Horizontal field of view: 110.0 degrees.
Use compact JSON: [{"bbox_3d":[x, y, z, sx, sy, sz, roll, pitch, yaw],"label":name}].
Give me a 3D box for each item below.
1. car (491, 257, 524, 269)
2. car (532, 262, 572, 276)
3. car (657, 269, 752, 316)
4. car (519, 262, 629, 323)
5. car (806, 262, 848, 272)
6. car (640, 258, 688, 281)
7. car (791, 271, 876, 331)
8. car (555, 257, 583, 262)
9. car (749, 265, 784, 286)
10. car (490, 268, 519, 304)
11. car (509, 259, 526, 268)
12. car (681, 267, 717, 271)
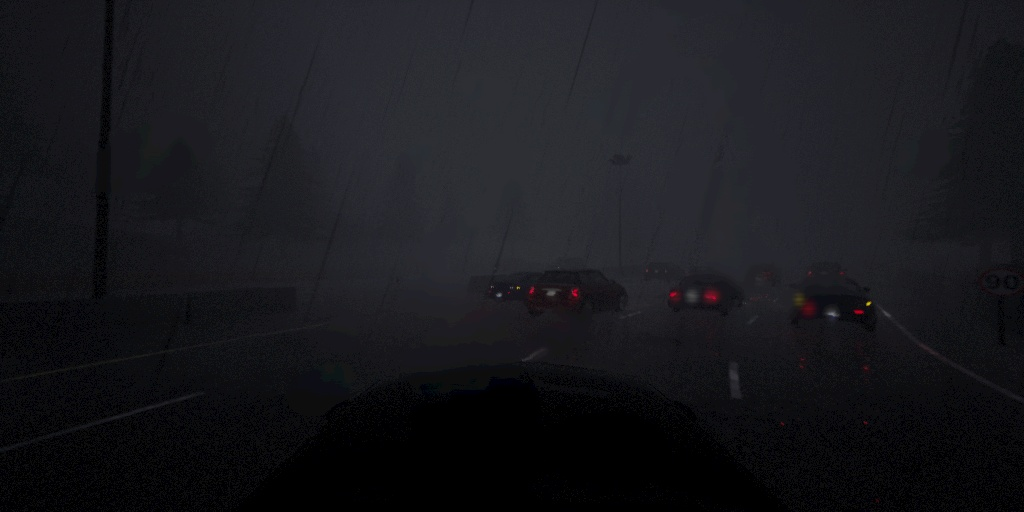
[{"bbox_3d":[-0.333,1.217,47.673,2.150,2.045,5.566,0,0,41],"label":"car"},{"bbox_3d":[4.880,1.513,43.005,2.033,1.411,5.357,0,0,41],"label":"car"},{"bbox_3d":[7.807,1.436,14.202,2.033,1.411,5.357,0,0,41],"label":"car"},{"bbox_3d":[2.509,1.225,13.005,2.097,1.767,4.553,0,-1,37],"label":"car"},{"bbox_3d":[21.479,1.219,24.487,2.097,1.767,4.553,0,0,41],"label":"car"},{"bbox_3d":[13.249,1.269,31.027,2.097,1.767,4.553,0,0,41],"label":"car"},{"bbox_3d":[10.247,1.399,11.580,1.812,1.442,4.674,0,0,40],"label":"car"},{"bbox_3d":[5.794,1.183,38.747,2.150,2.045,5.566,0,0,41],"label":"car"},{"bbox_3d":[18.903,1.388,26.856,1.837,1.490,4.892,0,0,41],"label":"car"},{"bbox_3d":[0.905,1.430,16.651,1.812,1.442,4.674,0,-1,38],"label":"car"},{"bbox_3d":[2.280,1.486,45.343,1.837,1.490,4.892,0,0,41],"label":"car"},{"bbox_3d":[14.991,1.507,27.705,1.895,1.301,4.718,0,0,41],"label":"car"}]
